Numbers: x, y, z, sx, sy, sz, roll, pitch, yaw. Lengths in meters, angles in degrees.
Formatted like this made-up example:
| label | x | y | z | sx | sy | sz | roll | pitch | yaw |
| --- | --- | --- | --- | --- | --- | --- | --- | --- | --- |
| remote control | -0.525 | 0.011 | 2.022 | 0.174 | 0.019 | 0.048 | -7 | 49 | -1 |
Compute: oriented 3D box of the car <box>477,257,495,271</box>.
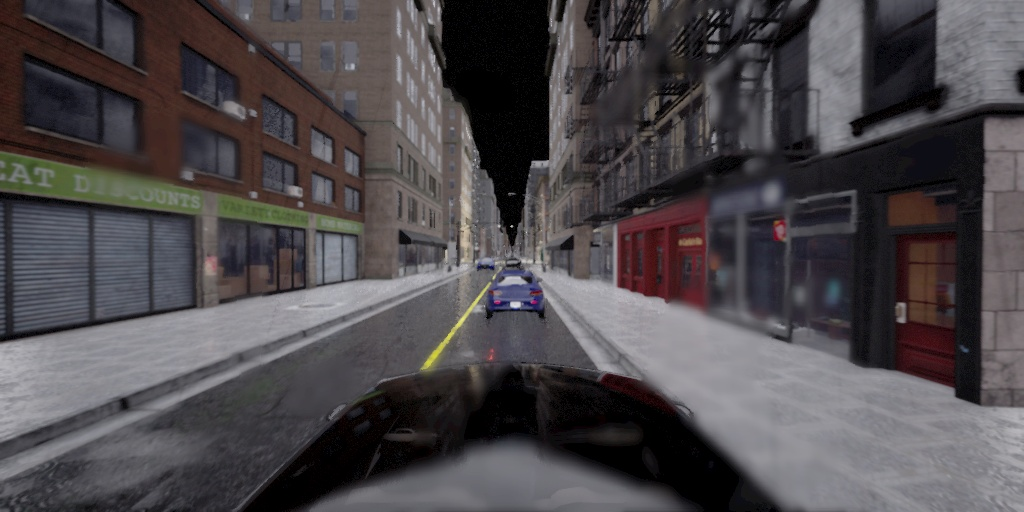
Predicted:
| label | x | y | z | sx | sy | sz | roll | pitch | yaw |
| --- | --- | --- | --- | --- | --- | --- | --- | --- | --- |
| car | -2.984 | 0.896 | 41.794 | 1.882 | 1.535 | 5.008 | 0 | 0 | 0 |

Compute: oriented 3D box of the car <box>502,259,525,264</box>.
| label | x | y | z | sx | sy | sz | roll | pitch | yaw |
| --- | --- | --- | --- | --- | --- | --- | --- | --- | --- |
| car | 0.123 | 1.021 | 30.519 | 1.837 | 1.490 | 4.892 | 0 | 0 | 0 |

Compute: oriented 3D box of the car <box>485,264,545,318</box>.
| label | x | y | z | sx | sy | sz | roll | pitch | yaw |
| --- | --- | --- | --- | --- | --- | --- | --- | --- | --- |
| car | 0.107 | 1.192 | 12.446 | 1.812 | 1.442 | 4.674 | 0 | 0 | 0 |
